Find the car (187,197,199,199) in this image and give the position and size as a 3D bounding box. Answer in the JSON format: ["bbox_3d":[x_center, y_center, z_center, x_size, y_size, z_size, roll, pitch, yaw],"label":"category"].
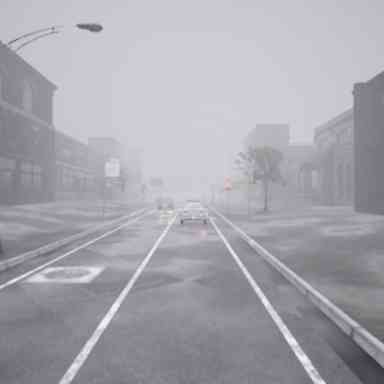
[{"bbox_3d":[0.105,1.407,42.738,2.163,1.488,4.792,0,0,0],"label":"car"}]

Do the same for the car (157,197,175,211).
[{"bbox_3d":[-3.081,1.404,39.908,2.128,1.511,4.902,0,0,0],"label":"car"}]

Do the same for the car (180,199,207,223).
[{"bbox_3d":[0.106,1.487,24.749,1.812,1.442,4.674,0,0,0],"label":"car"}]
